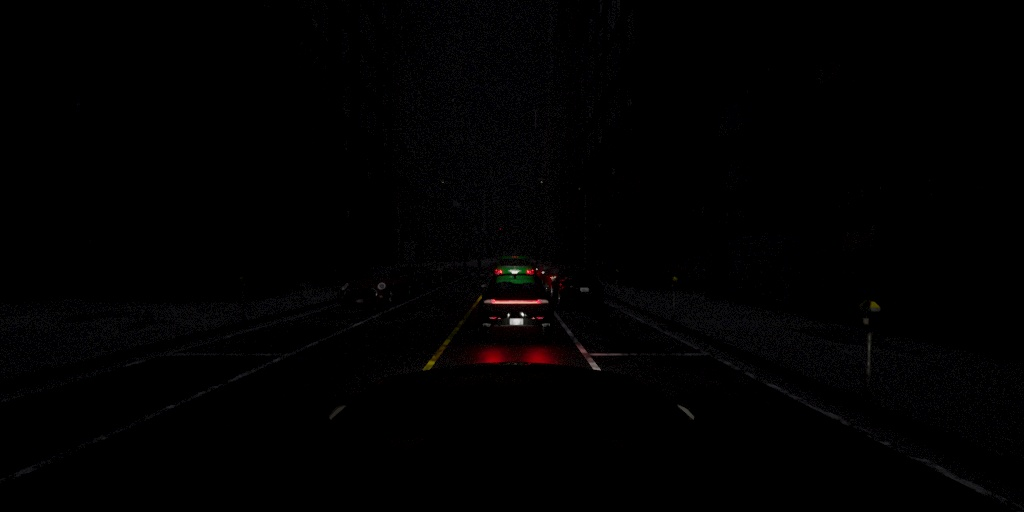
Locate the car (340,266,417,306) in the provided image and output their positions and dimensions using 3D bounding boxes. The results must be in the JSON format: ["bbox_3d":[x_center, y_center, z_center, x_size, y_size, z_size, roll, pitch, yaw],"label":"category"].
[{"bbox_3d":[-5.774,1.185,15.610,1.967,1.591,4.097,0,0,0],"label":"car"}]

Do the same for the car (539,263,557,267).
[{"bbox_3d":[2.748,1.289,21.121,1.888,1.381,4.507,0,0,0],"label":"car"}]

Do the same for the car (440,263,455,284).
[{"bbox_3d":[-5.781,1.293,26.621,2.007,1.370,4.403,0,0,0],"label":"car"}]

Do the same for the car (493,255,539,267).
[{"bbox_3d":[0.089,0.965,20.266,2.150,2.045,5.566,0,0,-1],"label":"car"}]

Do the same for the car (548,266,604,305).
[{"bbox_3d":[2.752,1.311,15.616,1.948,1.339,4.313,0,0,0],"label":"car"}]

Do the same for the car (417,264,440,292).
[{"bbox_3d":[-5.778,1.310,21.116,1.948,1.339,4.313,0,0,0],"label":"car"}]

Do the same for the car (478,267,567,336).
[{"bbox_3d":[0.094,1.238,10.347,2.128,1.511,4.902,0,0,0],"label":"car"}]

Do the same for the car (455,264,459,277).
[{"bbox_3d":[-5.784,1.287,32.126,1.888,1.381,4.507,0,0,0],"label":"car"}]
